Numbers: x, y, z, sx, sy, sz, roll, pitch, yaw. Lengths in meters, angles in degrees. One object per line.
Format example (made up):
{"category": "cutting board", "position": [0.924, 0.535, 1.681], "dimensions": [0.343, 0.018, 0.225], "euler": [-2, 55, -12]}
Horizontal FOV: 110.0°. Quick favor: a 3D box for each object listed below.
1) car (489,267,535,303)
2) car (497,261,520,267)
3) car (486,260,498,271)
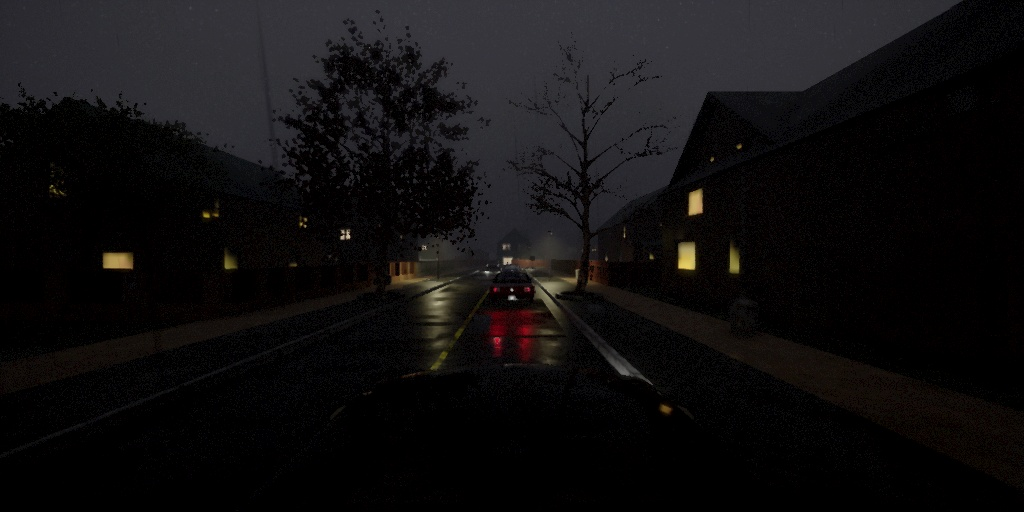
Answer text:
{"category": "car", "position": [0.000, 1.379, 16.532], "dimensions": [1.895, 1.301, 4.718], "euler": [0, 0, 0]}
{"category": "car", "position": [0.000, 1.378, 31.504], "dimensions": [2.033, 1.411, 5.357], "euler": [0, 0, 0]}
{"category": "car", "position": [-2.749, 1.359, 53.538], "dimensions": [2.097, 1.767, 4.553], "euler": [0, 0, 0]}
